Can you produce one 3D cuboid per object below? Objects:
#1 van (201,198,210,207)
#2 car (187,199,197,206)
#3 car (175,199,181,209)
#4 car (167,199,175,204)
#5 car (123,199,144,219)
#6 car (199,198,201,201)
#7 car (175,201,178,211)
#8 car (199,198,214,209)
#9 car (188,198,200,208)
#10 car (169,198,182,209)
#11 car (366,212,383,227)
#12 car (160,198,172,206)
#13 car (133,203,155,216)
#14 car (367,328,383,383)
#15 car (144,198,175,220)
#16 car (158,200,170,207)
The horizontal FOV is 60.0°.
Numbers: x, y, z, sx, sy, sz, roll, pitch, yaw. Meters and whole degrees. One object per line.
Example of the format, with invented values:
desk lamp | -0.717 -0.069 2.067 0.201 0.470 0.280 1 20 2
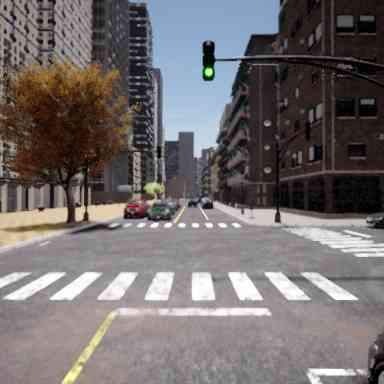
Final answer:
van | 2.726 2.114 67.337 1.690 1.788 3.998 0 -1 0
car | 0.041 2.377 73.774 2.128 1.511 4.902 0 -1 0
car | -3.062 2.059 50.186 2.128 1.511 4.902 0 -1 0
car | -5.642 2.599 89.429 2.008 1.369 4.403 0 -1 0
car | -5.673 1.698 34.207 2.192 1.841 5.009 0 -1 0
car | 2.724 2.233 61.982 1.752 1.417 4.829 0 -1 0
car | -3.075 2.061 40.873 1.895 1.301 4.718 0 -1 0
car | 2.721 2.206 56.289 1.947 1.339 4.313 0 -1 0
car | 0.137 2.225 63.078 1.837 1.490 4.892 0 -1 0
car | -3.009 2.036 59.992 2.097 1.767 4.553 0 -1 1
car | 13.437 1.576 21.214 4.403 1.369 2.008 -1 0 -1
car | -5.652 2.155 72.864 2.192 1.841 5.009 0 -1 0
car | -5.670 2.012 39.727 1.947 1.339 4.313 0 -1 0
car | 2.689 1.572 1.813 2.008 1.369 4.403 0 -1 0
car | -3.054 1.708 31.893 2.097 1.767 4.553 0 -1 -1
car | -5.654 2.338 67.339 1.947 1.339 4.313 0 -1 0
